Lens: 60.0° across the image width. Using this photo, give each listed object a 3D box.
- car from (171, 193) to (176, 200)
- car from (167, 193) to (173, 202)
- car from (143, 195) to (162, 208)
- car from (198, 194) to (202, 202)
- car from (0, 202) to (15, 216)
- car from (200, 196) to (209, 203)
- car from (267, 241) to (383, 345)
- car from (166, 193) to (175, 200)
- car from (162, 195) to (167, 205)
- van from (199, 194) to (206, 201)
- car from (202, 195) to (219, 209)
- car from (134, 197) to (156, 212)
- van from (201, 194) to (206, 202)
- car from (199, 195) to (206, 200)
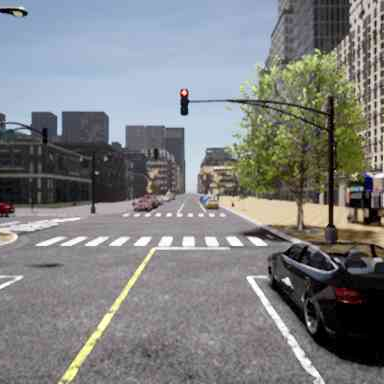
[{"bbox_3d":[-5.707,1.516,83.251,2.008,1.369,4.403,0,0,0],"label":"car"},{"bbox_3d":[-5.704,1.495,71.979,1.752,1.417,4.829,0,0,0],"label":"car"},{"bbox_3d":[-5.697,1.295,44.393,2.192,1.841,5.009,0,0,0],"label":"car"},{"bbox_3d":[2.678,1.525,61.051,2.008,1.369,4.403,0,0,0],"label":"car"},{"bbox_3d":[-17.276,1.356,27.843,4.507,1.381,1.887,1,-1,-1],"label":"car"},{"bbox_3d":[2.676,1.536,72.153,1.947,1.339,4.313,0,0,0],"label":"car"},{"bbox_3d":[2.692,1.563,6.369,1.947,1.339,4.313,0,0,0],"label":"car"},{"bbox_3d":[-5.708,1.279,88.802,2.192,1.841,5.009,0,0,0],"label":"car"},{"bbox_3d":[-5.700,1.527,55.496,2.008,1.369,4.403,0,0,0],"label":"car"},{"bbox_3d":[2.675,1.307,83.255,1.690,1.788,3.998,0,0,0],"label":"van"},{"bbox_3d":[2.682,1.506,44.568,1.752,1.417,4.829,0,0,0],"label":"car"},{"bbox_3d":[-5.696,1.565,38.842,1.802,1.307,4.206,0,0,0],"label":"car"},{"bbox_3d":[2.682,1.320,49.949,1.690,1.788,3.998,0,0,0],"label":"van"},{"bbox_3d":[2.673,1.489,88.976,1.752,1.417,4.829,0,0,0],"label":"car"}]
